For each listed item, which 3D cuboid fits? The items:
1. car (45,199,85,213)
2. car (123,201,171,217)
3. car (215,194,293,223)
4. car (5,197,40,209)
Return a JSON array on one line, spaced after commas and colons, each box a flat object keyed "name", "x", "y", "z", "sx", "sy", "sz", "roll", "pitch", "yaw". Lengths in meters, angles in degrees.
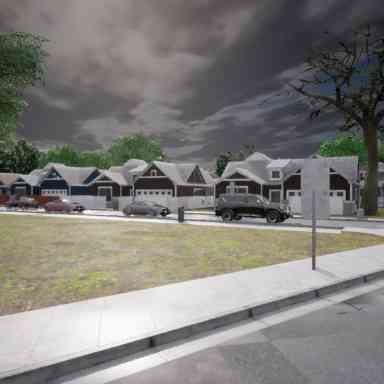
[{"name": "car", "x": -12.765, "y": 1.410, "z": 33.391, "sx": 4.181, "sy": 1.385, "sz": 1.994, "roll": 0, "pitch": 0, "yaw": 27}, {"name": "car", "x": -3.932, "y": 1.450, "z": 28.697, "sx": 4.181, "sy": 1.385, "sz": 1.994, "roll": 0, "pitch": 0, "yaw": 29}, {"name": "car", "x": 4.371, "y": 1.146, "z": 24.027, "sx": 5.566, "sy": 2.045, "sz": 2.150, "roll": 0, "pitch": 0, "yaw": 30}, {"name": "car", "x": -20.798, "y": 1.344, "z": 40.877, "sx": 4.674, "sy": 1.442, "sz": 1.812, "roll": -1, "pitch": 0, "yaw": 27}]
